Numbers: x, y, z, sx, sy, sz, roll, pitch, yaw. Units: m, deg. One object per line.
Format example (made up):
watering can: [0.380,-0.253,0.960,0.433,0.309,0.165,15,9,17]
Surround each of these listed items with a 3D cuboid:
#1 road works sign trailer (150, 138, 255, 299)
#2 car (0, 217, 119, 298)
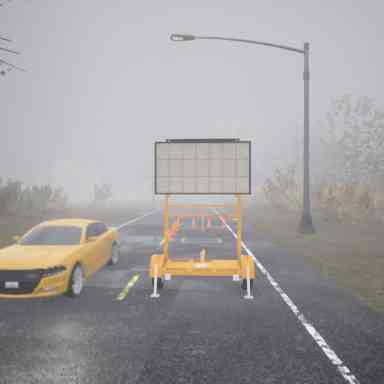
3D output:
road works sign trailer: [0.273,0.461,8.470,2.380,3.560,2.880,0,0,3]
car: [-3.327,1.474,8.760,1.882,1.535,5.008,0,0,1]
